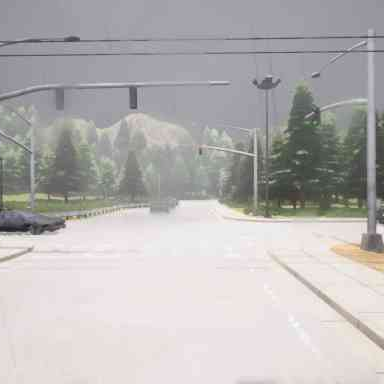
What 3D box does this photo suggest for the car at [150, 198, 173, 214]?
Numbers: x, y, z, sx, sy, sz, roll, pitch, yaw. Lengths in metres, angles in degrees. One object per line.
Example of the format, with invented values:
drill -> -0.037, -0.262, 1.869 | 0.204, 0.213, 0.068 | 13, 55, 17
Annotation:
car -> -3.518, 1.682, 37.506 | 1.994, 1.385, 4.181 | 0, 0, 0

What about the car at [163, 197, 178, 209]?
car -> -3.476, 1.494, 47.215 | 2.097, 1.767, 4.553 | 0, 0, 0

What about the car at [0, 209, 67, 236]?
car -> -10.093, 1.678, 18.947 | 5.357, 1.411, 2.033 | 0, 0, 1

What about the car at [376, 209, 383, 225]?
car -> 14.629, 1.362, 22.146 | 4.553, 1.767, 2.097 | 0, 0, 1
